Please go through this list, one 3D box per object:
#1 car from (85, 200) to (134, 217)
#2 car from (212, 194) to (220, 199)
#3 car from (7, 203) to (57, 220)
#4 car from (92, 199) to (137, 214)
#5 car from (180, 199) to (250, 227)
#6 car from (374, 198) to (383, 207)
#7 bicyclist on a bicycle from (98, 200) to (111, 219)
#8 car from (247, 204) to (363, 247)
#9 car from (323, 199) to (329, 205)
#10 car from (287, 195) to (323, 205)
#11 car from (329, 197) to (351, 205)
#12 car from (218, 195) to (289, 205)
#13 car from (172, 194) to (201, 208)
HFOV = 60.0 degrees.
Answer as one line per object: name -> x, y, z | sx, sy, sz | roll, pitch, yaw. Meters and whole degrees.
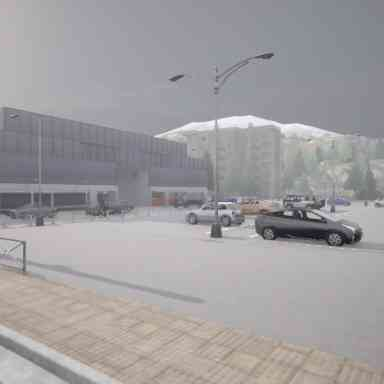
car -> -8.142, 1.777, 33.242 | 1.895, 1.301, 4.718 | 0, 0, 35
car -> 5.132, 1.400, 52.022 | 2.150, 2.045, 5.566 | 0, 0, 36
car -> -14.615, 1.740, 30.538 | 1.994, 1.385, 4.181 | 0, 0, 35
car -> -8.862, 1.668, 38.638 | 2.128, 1.511, 4.902 | 0, 0, 35
car -> 1.469, 1.424, 21.946 | 3.806, 1.475, 1.970 | 0, 0, 35
car -> 28.863, 1.576, 48.759 | 3.806, 1.475, 1.970 | 0, 0, 35
bicyclist on a bicycle -> -7.368, 1.477, 27.820 | 1.656, 1.620, 0.582 | 0, 0, 35
car -> 5.098, 1.490, 14.879 | 4.514, 1.523, 2.007 | 0, 0, 35
car -> 13.669, 1.289, 40.409 | 4.605, 1.855, 1.932 | 0, 0, 35
car -> 12.324, 1.269, 37.800 | 3.866, 1.878, 1.905 | 0, 0, 35
car -> 24.536, 1.565, 55.484 | 3.633, 1.501, 1.845 | 0, 0, 35
car -> 4.920, 1.345, 27.366 | 5.027, 1.636, 2.152 | 0, 0, 35
car -> -0.706, 1.399, 50.077 | 2.150, 2.045, 5.566 | 0, 0, 35
